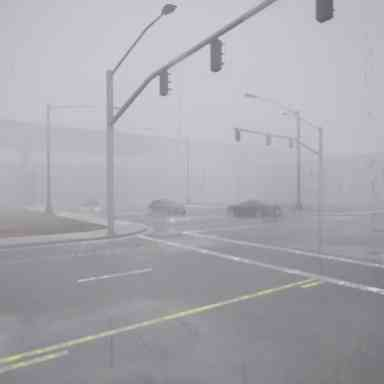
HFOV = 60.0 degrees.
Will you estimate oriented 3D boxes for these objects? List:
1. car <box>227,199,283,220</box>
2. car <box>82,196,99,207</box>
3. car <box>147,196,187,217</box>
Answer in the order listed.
[{"bbox_3d":[4.913,1.336,26.560,1.882,1.535,5.008,0,0,-35],"label":"car"},{"bbox_3d":[-14.704,1.358,48.002,1.882,1.535,5.008,-1,0,-24],"label":"car"},{"bbox_3d":[-2.379,1.389,30.386,1.837,1.490,4.892,-1,0,-36],"label":"car"}]
